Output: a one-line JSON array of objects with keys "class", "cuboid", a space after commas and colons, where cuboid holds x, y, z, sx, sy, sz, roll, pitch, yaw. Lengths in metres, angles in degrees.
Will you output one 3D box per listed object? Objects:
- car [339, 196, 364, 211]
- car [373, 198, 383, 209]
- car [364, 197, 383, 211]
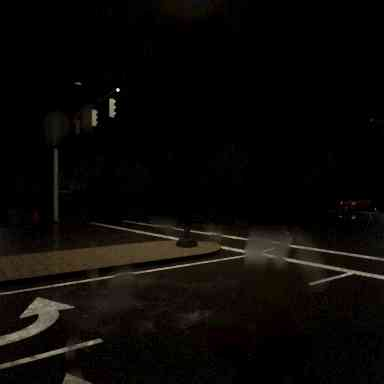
[{"class": "car", "cuboid": [20.366, 1.351, 41.385, 4.553, 1.767, 2.097, 0, 0, -36]}, {"class": "car", "cuboid": [27.380, 1.563, 46.415, 4.181, 1.385, 1.994, 0, 0, -36]}, {"class": "car", "cuboid": [22.779, 1.546, 38.853, 5.357, 1.411, 2.033, 0, 0, -35]}]
